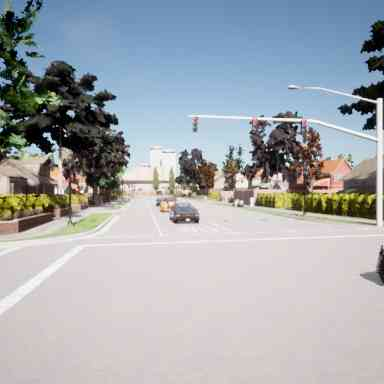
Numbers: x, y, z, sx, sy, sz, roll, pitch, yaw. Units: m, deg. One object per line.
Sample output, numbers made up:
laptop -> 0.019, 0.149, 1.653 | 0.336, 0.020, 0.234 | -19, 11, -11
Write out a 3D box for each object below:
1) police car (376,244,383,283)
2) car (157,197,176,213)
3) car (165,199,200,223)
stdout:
police car -> 5.725, 1.509, 6.368 | 2.038, 1.542, 4.974 | 0, 0, -8
car -> -2.436, 1.351, 37.412 | 2.097, 1.767, 4.553 | 0, 0, -9
car -> -0.676, 1.547, 25.749 | 2.033, 1.411, 5.357 | 0, 0, -9
